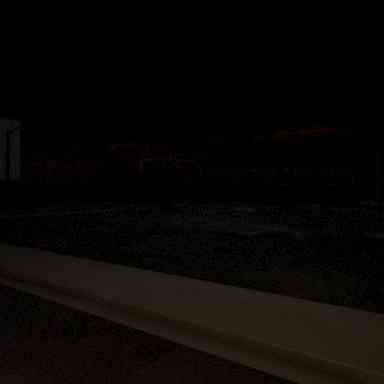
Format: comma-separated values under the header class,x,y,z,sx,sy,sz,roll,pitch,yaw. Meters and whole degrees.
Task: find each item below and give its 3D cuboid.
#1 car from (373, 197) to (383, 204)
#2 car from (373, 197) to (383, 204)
class,x,y,z,sx,sy,sz,roll,pitch,yaw
car,37.526,1.576,65.383,1.853,1.218,4.536,1,1,6
car,37.518,1.734,65.333,2.038,1.542,4.974,1,1,6
